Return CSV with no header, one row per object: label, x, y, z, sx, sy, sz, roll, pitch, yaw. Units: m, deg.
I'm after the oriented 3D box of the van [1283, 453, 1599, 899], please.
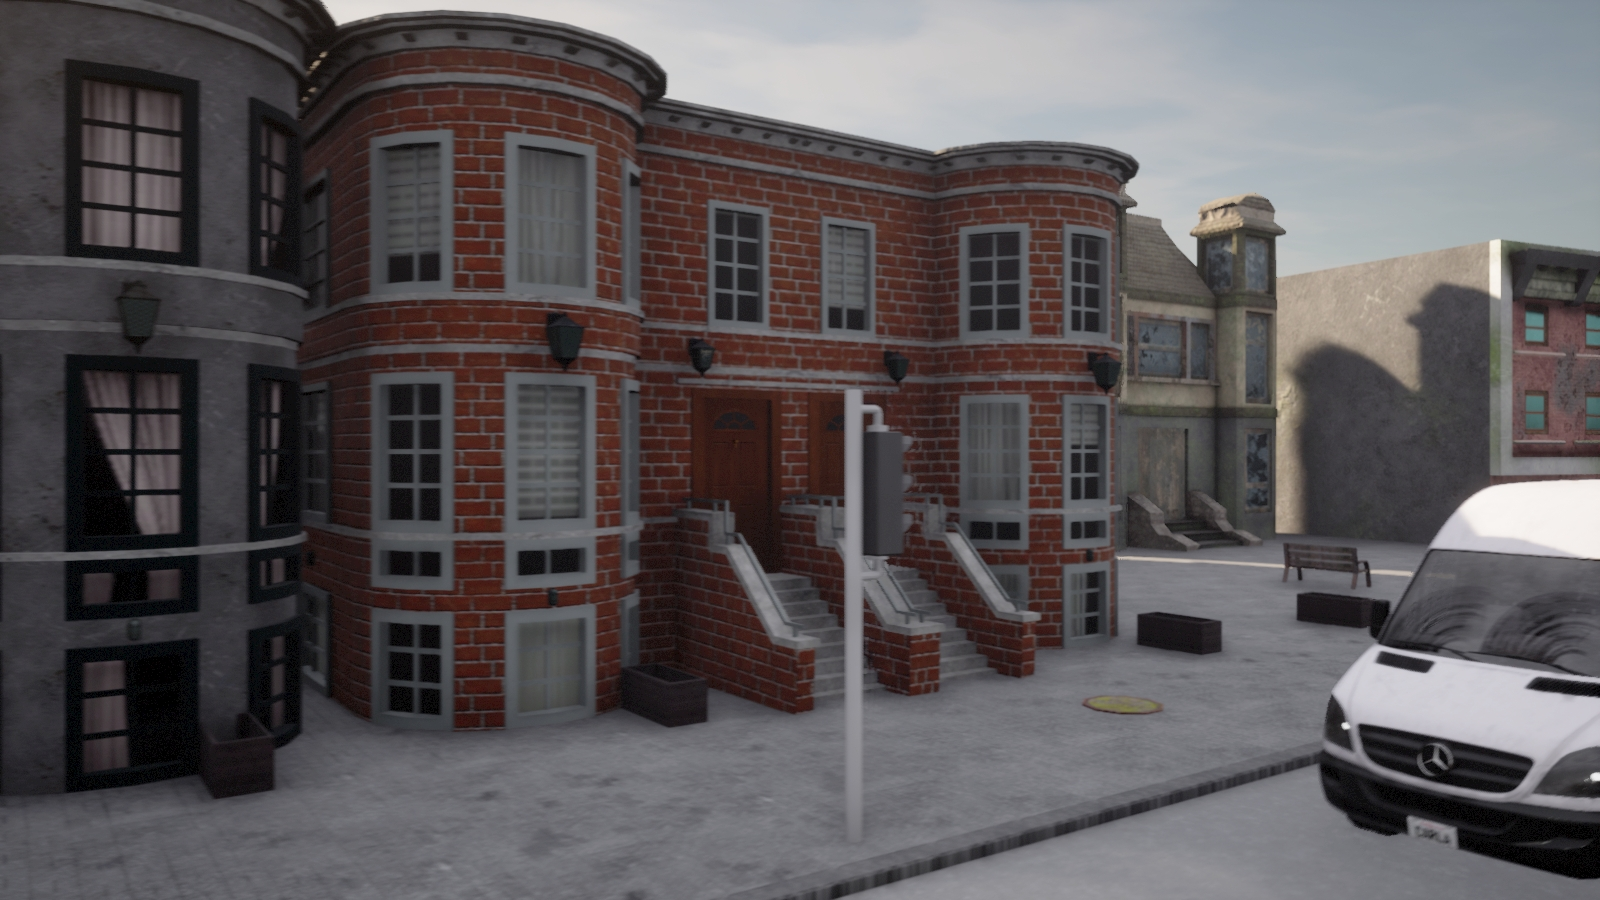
van,6.368,1.315,8.869,5.915,2.561,1.988,0,0,-35
